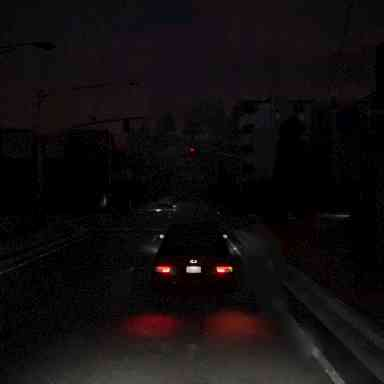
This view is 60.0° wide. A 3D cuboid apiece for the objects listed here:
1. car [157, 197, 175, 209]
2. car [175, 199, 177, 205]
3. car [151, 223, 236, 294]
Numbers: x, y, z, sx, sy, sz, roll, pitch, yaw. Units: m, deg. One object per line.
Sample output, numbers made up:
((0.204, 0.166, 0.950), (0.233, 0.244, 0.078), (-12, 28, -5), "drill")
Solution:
((-3.708, 1.526, 46.051), (1.812, 1.442, 4.674), (0, 0, 0), "car")
((-3.716, 1.527, 58.194), (1.812, 1.442, 4.674), (0, 1, -1), "car")
((0.039, 1.547, 8.939), (2.033, 1.411, 5.357), (0, 0, 0), "car")
